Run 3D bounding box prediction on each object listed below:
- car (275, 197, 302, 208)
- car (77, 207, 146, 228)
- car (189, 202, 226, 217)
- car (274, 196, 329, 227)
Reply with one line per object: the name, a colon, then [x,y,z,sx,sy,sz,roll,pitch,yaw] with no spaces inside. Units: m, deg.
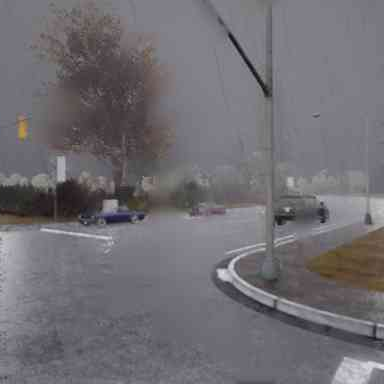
car: [14.353,1.545,49.184,2.033,1.411,5.357,0,0,36]
car: [-5.616,1.715,23.544,1.895,1.301,4.718,0,0,39]
car: [1.538,1.663,32.498,1.994,1.385,4.181,0,0,38]
car: [7.715,1.265,23.207,2.150,2.045,5.566,0,0,39]
